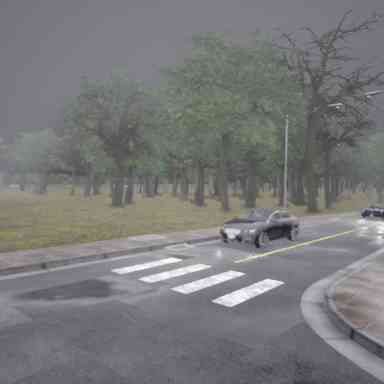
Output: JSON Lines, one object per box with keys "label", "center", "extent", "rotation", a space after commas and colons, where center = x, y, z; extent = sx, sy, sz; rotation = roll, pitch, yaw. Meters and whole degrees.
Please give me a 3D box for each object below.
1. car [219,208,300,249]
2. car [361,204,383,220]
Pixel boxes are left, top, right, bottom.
{"label": "car", "center": [3.175, 1.510, 14.961], "extent": [2.128, 1.511, 4.902], "rotation": [2, 1, 41]}
{"label": "car", "center": [17.372, 1.831, 31.107], "extent": [1.895, 1.301, 4.718], "rotation": [2, 1, 41]}
